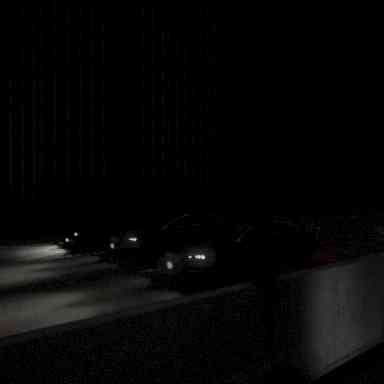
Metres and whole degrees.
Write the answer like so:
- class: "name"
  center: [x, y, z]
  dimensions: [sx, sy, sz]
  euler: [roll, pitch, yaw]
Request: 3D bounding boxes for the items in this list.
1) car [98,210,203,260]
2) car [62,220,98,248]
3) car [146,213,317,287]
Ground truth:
- class: "car"
  center: [-0.572, 1.470, 12.177]
  dimensions: [4.902, 1.511, 2.128]
  euler: [0, 0, -35]
- class: "car"
  center: [-2.832, 1.527, 14.865]
  dimensions: [5.357, 1.411, 2.033]
  euler: [0, 0, -35]
- class: "car"
  center: [1.468, 1.470, 9.334]
  dimensions: [4.902, 1.511, 2.128]
  euler: [0, 0, -35]
